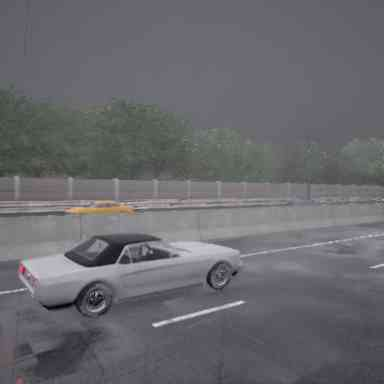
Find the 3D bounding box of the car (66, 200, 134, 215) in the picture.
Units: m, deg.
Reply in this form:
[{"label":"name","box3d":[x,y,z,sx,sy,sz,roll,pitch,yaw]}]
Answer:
[{"label":"car","box3d":[-6.826,1.410,24.901,5.008,1.535,1.882,0,0,-35]}]

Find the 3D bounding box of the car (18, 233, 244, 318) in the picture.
[{"label":"car","box3d":[-1.097,1.581,7.382,4.718,1.301,1.895,0,0,-35]}]

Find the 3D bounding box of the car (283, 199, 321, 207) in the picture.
[{"label":"car","box3d":[13.017,1.479,38.950,5.357,1.411,2.033,0,0,-35]}]
